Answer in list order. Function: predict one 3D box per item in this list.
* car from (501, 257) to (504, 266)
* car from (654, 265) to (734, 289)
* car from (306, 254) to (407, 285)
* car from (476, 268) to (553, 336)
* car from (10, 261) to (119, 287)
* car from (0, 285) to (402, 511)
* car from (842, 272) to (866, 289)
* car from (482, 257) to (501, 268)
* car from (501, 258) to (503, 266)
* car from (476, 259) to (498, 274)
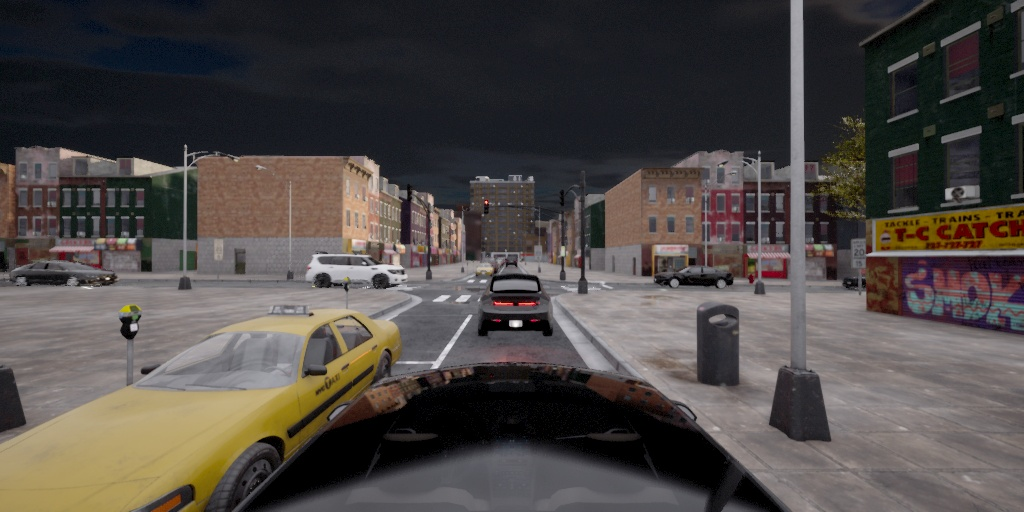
[{"bbox_3d":[-2.723,1.354,63.173,1.751,1.417,4.829,0,0,0],"label":"car"},{"bbox_3d":[12.255,1.392,24.366,5.008,1.535,1.882,1,0,0],"label":"car"},{"bbox_3d":[-9.162,0.914,21.277,5.566,2.045,2.150,0,0,0],"label":"car"},{"bbox_3d":[0.084,1.256,10.381,1.837,1.490,4.892,0,0,0],"label":"car"},{"bbox_3d":[-26.316,1.078,21.166,4.892,1.490,1.837,0,0,0],"label":"car"},{"bbox_3d":[-2.641,1.275,3.998,1.751,1.417,4.829,0,0,0],"label":"car"},{"bbox_3d":[25.471,1.599,24.448,5.008,1.535,1.882,1,0,0],"label":"car"},{"bbox_3d":[-2.693,1.098,41.568,2.192,1.841,5.009,0,0,0],"label":"car"},{"bbox_3d":[-2.708,1.354,52.456,2.007,1.370,4.403,0,0,0],"label":"car"},{"bbox_3d":[-2.685,1.300,35.955,1.751,1.417,4.829,0,0,0],"label":"car"}]
